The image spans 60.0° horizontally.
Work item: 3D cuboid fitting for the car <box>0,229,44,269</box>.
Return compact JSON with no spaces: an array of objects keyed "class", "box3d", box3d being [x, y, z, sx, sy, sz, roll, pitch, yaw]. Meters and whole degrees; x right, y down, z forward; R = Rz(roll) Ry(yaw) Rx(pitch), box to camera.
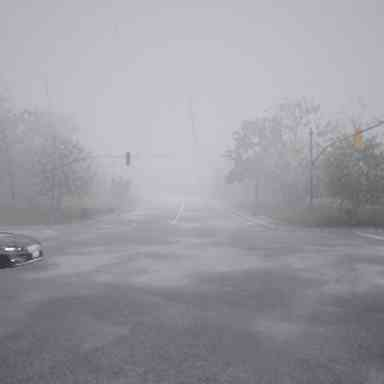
[{"class":"car","box3d":[-7.255,1.669,10.513,4.902,1.511,2.128,0,-1,5]}]
